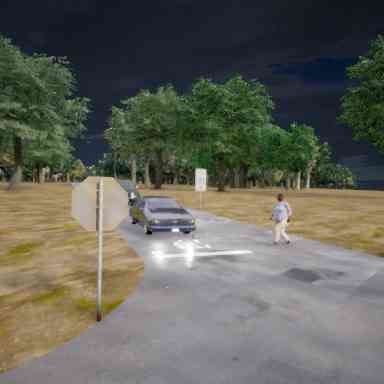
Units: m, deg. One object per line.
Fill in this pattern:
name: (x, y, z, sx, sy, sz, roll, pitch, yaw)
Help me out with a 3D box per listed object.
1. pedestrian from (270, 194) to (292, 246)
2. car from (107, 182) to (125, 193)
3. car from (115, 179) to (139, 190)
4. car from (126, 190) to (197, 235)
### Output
pedestrian: (3.037, 0.914, 11.403, 0.375, 1.860, 0.375, 4, -1, -21)
car: (-11.101, -0.697, 48.359, 1.837, 1.490, 4.892, 1, 2, -21)
car: (-5.310, 0.082, 24.524, 2.150, 2.045, 5.566, 1, 2, -21)
car: (-1.523, 0.894, 14.683, 2.033, 1.411, 5.357, 1, 2, -21)
